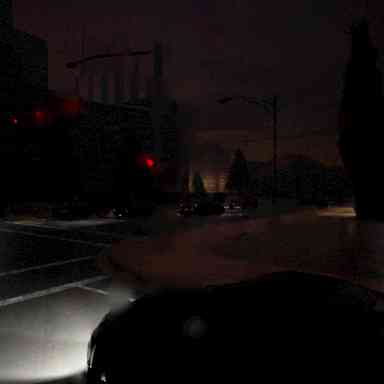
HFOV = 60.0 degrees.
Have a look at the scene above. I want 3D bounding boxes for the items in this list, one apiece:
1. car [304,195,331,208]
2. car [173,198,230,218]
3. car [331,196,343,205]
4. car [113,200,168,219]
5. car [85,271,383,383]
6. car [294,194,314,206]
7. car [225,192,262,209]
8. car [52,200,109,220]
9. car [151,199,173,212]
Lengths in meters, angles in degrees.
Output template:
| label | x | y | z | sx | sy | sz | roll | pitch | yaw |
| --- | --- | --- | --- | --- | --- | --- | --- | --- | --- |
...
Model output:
| label | x | y | z | sx | sy | sz | roll | pitch | yaw |
| --- | --- | --- | --- | --- | --- | --- | --- | --- | --- |
| car | 18.222 | 1.564 | 48.272 | 1.994 | 1.385 | 4.181 | 0 | 0 | 36 |
| car | 0.988 | 1.547 | 30.480 | 2.033 | 1.411 | 5.357 | 0 | 0 | 36 |
| car | 24.487 | 1.492 | 56.901 | 2.128 | 1.511 | 4.902 | 0 | 0 | 36 |
| car | -4.600 | 1.601 | 29.079 | 1.895 | 1.301 | 4.718 | 0 | 0 | 36 |
| car | 0.837 | 1.564 | 3.403 | 4.181 | 1.385 | 1.994 | 0 | 0 | 35 |
| car | 19.242 | 1.507 | 55.632 | 1.837 | 1.490 | 4.892 | 0 | 0 | 36 |
| car | 7.016 | 1.221 | 45.069 | 2.150 | 2.045 | 5.566 | 0 | 0 | 36 |
| car | -9.403 | 1.478 | 28.435 | 1.882 | 1.535 | 5.008 | 0 | 0 | 36 |
| car | -3.884 | 1.505 | 36.023 | 1.837 | 1.490 | 4.892 | 0 | 0 | 36 |
